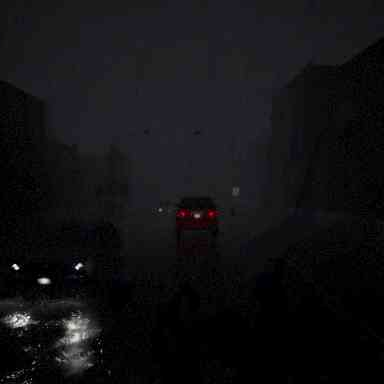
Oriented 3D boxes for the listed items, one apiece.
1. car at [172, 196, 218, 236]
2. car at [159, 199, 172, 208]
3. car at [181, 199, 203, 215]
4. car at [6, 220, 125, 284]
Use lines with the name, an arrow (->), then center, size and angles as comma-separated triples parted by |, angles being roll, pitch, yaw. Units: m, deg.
car -> 0.226, 1.248, 18.597 | 2.150, 2.045, 5.566 | 0, 0, -1
car -> -3.949, 1.667, 51.046 | 1.895, 1.301, 4.718 | 0, 0, -1
car -> -0.024, 1.541, 35.227 | 2.128, 1.511, 4.902 | 0, 0, -1
car -> -3.272, 1.557, 9.892 | 2.033, 1.411, 5.357 | 0, 0, -1
